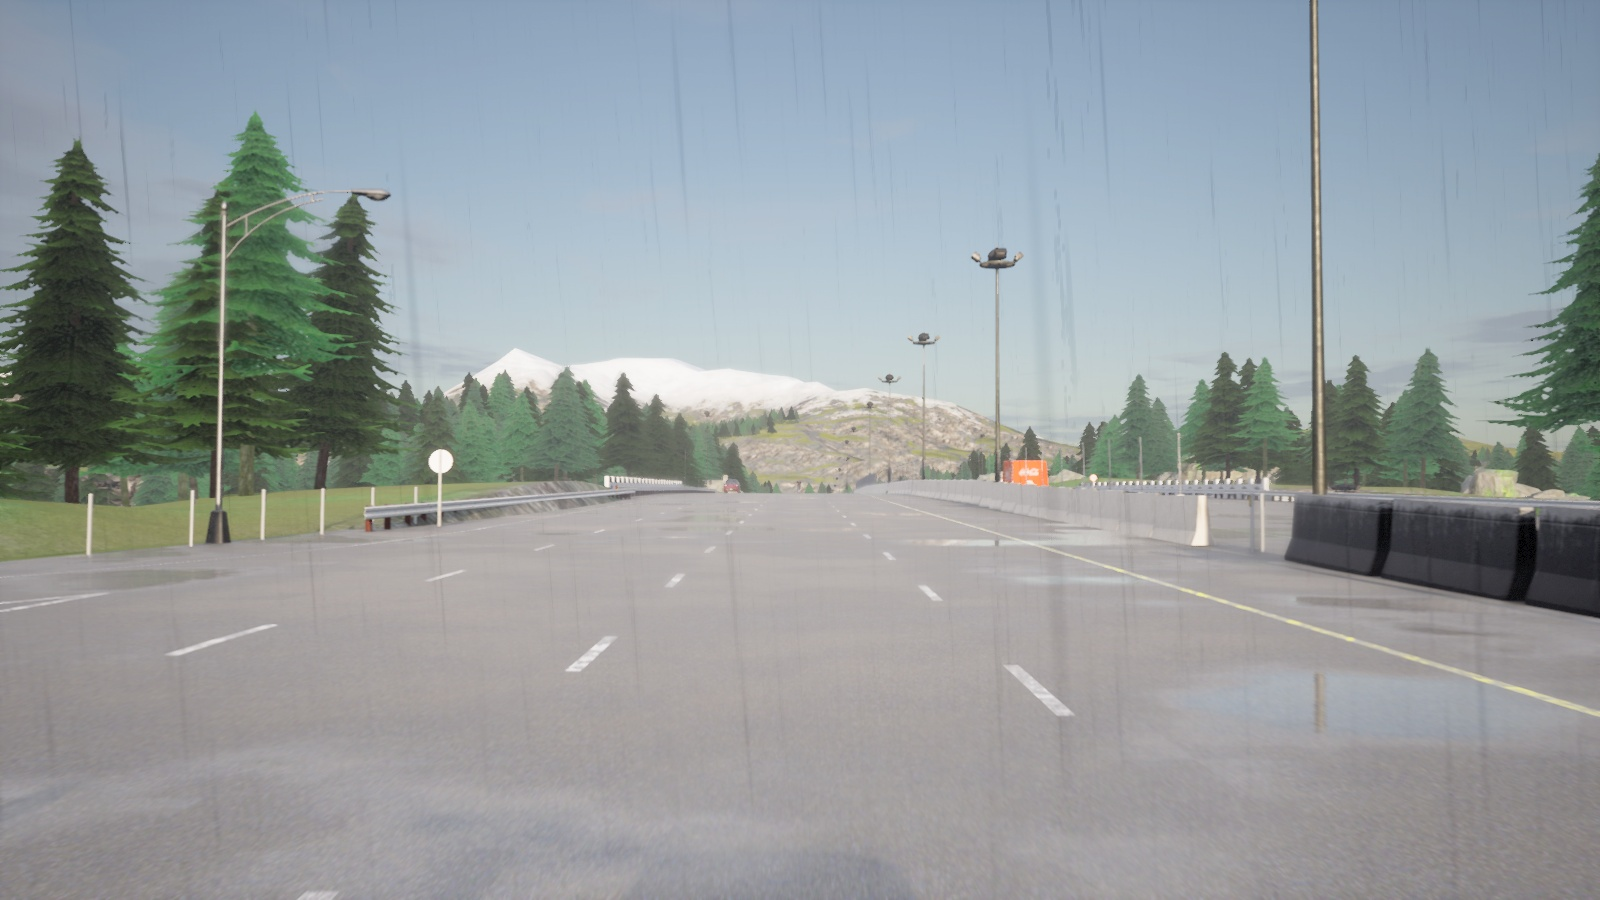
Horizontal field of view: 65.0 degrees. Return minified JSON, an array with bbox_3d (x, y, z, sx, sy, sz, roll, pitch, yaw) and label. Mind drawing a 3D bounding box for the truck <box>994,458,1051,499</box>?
[{"bbox_3d":[13.873,1.775,78.738,2.627,2.467,5.204,0,-1,0],"label":"truck"}]
